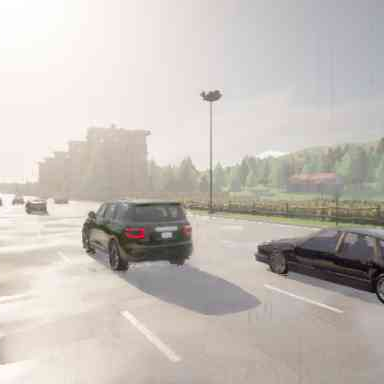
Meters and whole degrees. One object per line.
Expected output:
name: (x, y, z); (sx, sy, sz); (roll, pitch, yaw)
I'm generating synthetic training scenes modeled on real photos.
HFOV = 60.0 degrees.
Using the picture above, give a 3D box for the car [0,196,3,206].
car: (-32.636, 1.381, 55.358); (2.097, 1.767, 4.553); (0, 0, -31)

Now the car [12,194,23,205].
car: (-30.982, 1.557, 59.387); (1.812, 1.442, 4.674); (0, 0, -31)

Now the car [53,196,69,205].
car: (-24.295, 1.595, 61.858); (1.994, 1.385, 4.181); (0, 0, -31)

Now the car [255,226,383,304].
car: (3.908, 1.550, 7.994); (2.033, 1.411, 5.357); (0, 0, -31)

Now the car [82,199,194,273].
car: (-2.045, 1.228, 11.138); (2.150, 2.045, 5.566); (0, 0, -31)

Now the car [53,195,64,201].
car: (-33.928, 1.595, 84.550); (1.994, 1.385, 4.181); (0, 0, -31)

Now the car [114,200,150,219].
car: (-5.651, 1.540, 30.842); (1.812, 1.442, 4.674); (0, 0, -31)

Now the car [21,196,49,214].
car: (-16.952, 1.510, 36.112); (2.128, 1.511, 4.902); (0, 0, -31)
